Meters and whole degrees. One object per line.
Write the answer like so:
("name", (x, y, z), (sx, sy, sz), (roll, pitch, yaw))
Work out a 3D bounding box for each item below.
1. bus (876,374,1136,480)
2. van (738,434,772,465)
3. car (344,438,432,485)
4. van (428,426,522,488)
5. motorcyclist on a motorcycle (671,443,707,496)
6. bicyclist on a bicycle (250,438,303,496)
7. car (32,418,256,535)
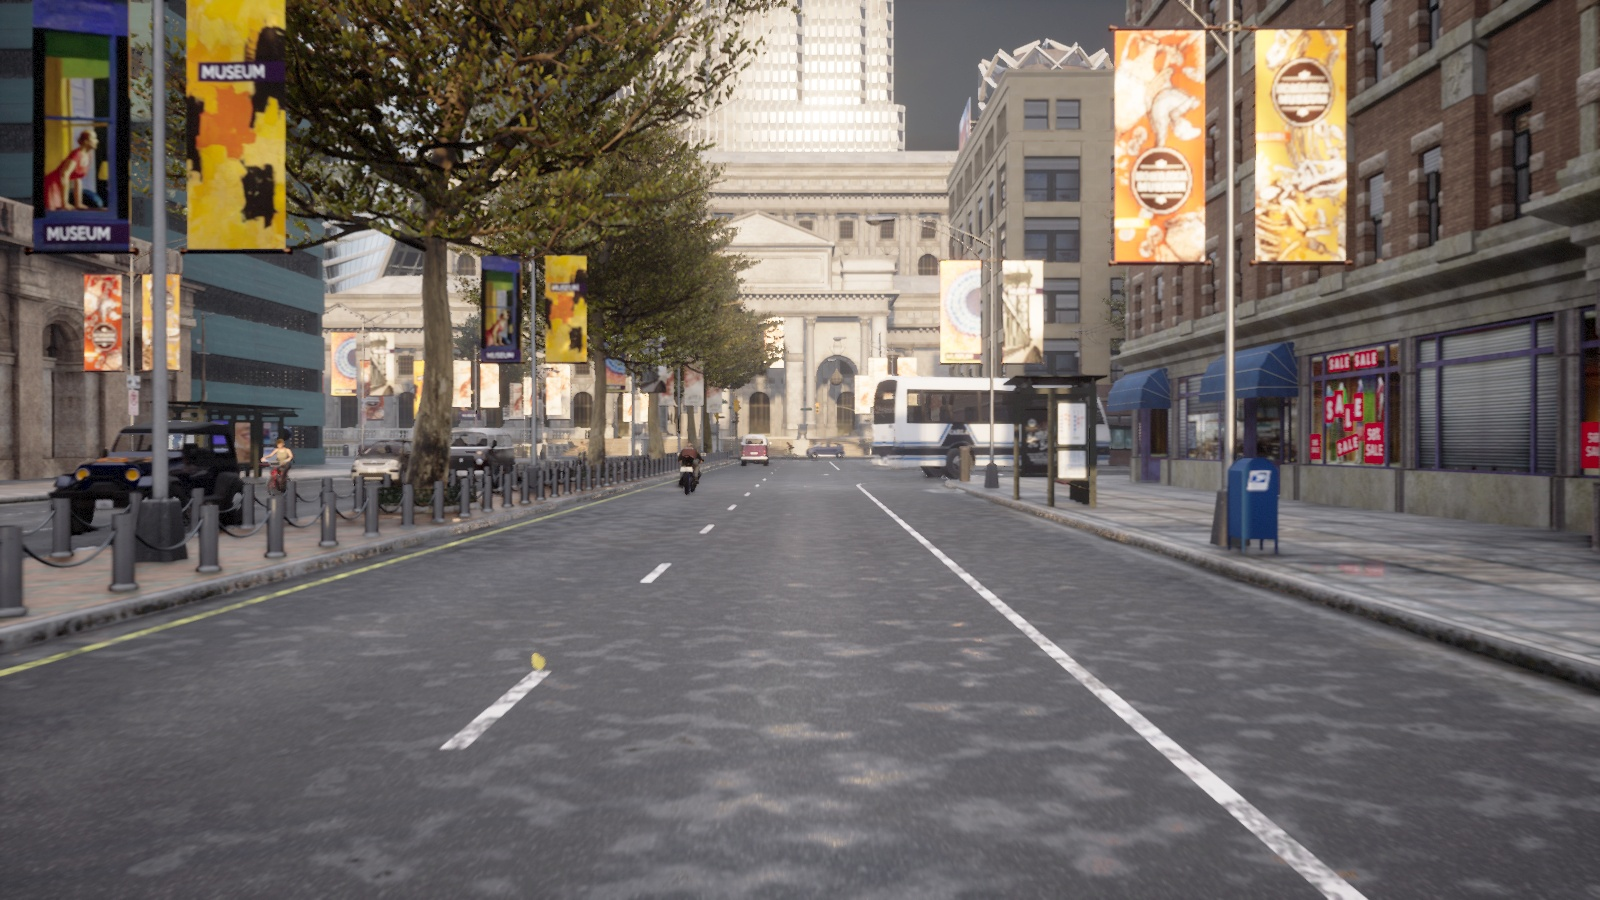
("bus", (8.781, -0.926, 53.817), (10.273, 4.253, 3.944), (0, 0, -15))
("van", (-3.006, -0.016, 84.464), (2.069, 2.038, 4.480), (0, -1, 0))
("car", (-14.729, 0.378, 45.130), (1.851, 1.617, 3.988), (0, 0, 0))
("van", (-11.237, 0.214, 43.714), (2.069, 2.038, 4.480), (0, 0, 0))
("motorcyclist on a motorcycle", (-3.273, 0.568, 37.359), (0.866, 1.530, 2.191), (0, 0, 0))
("bicyclist on a bicycle", (-14.779, 0.471, 35.484), (0.866, 1.612, 1.509), (0, 0, 1))
("car", (-11.360, 0.409, 22.083), (1.905, 1.878, 3.866), (0, 0, 0))
